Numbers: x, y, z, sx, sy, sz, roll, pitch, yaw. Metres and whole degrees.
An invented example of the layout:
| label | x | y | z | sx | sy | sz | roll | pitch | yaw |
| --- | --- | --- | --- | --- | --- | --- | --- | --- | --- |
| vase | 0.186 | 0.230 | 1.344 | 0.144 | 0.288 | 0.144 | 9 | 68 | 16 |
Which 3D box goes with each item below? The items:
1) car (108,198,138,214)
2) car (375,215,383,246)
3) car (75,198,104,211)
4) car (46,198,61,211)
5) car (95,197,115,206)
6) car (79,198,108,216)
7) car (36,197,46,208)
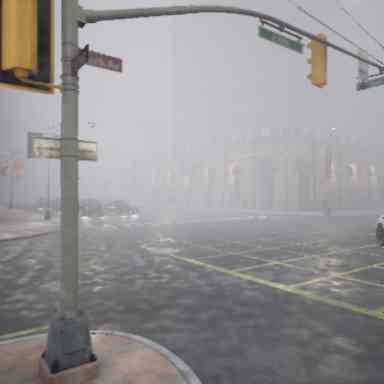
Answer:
| label | x | y | z | sx | sy | sz | roll | pitch | yaw |
| --- | --- | --- | --- | --- | --- | --- | --- | --- | --- |
| car | -7.732 | 1.588 | 35.682 | 2.033 | 1.411 | 5.357 | 0 | 0 | -36 |
| car | 8.625 | 1.262 | 12.165 | 2.150 | 2.045 | 5.566 | 1 | 0 | 13 |
| car | -13.627 | 1.588 | 43.931 | 2.033 | 1.411 | 5.357 | 0 | 0 | -35 |
| car | -16.154 | 1.522 | 41.442 | 2.128 | 1.511 | 4.902 | 0 | 0 | -35 |
| car | -15.503 | 1.662 | 59.082 | 1.895 | 1.301 | 4.718 | 0 | 0 | -35 |
| car | -10.600 | 1.536 | 33.684 | 1.837 | 1.490 | 4.892 | 0 | 0 | -36 |
| car | -22.050 | 1.556 | 49.829 | 1.812 | 1.442 | 4.674 | 0 | 0 | -35 |
